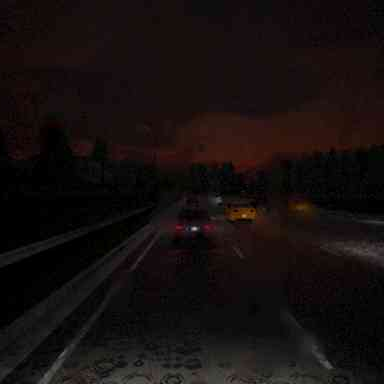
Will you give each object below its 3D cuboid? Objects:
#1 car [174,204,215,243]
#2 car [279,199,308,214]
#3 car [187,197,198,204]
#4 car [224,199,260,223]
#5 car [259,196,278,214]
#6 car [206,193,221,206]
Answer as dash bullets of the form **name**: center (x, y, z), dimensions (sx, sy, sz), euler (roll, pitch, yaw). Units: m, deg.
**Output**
- **car**: center (0.093, 1.547, 15.980), dimensions (2.033, 1.411, 5.357), euler (0, 0, 0)
- **car**: center (10.587, 1.477, 34.928), dimensions (1.882, 1.535, 5.008), euler (0, 0, 0)
- **car**: center (0.074, 1.562, 63.269), dimensions (1.994, 1.385, 4.181), euler (0, 0, 0)
- **car**: center (3.590, 1.477, 25.354), dimensions (1.882, 1.535, 5.008), euler (0, 0, 0)
- **car**: center (7.086, 1.490, 34.831), dimensions (2.128, 1.511, 4.902), euler (0, 0, 0)
- **car**: center (3.579, 1.220, 54.402), dimensions (2.150, 2.045, 5.566), euler (0, 0, 0)
